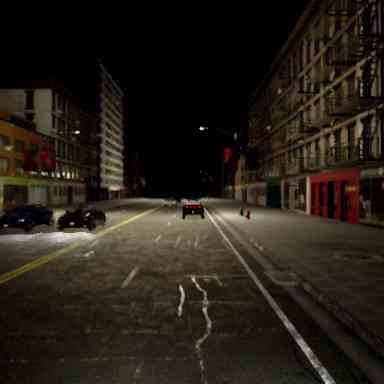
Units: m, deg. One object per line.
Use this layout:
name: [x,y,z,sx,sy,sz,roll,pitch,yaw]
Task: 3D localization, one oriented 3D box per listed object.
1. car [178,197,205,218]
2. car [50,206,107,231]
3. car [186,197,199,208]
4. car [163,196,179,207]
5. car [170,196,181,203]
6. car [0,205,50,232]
car: [0.106,1.450,29.787,2.128,1.511,4.902,0,0,0]
car: [-6.593,1.536,20.253,1.994,1.385,4.181,0,0,0]
car: [0.113,1.461,49.054,1.812,1.442,4.674,0,0,0]
car: [-3.138,1.535,49.403,1.895,1.301,4.718,0,0,0]
car: [-3.234,1.476,66.606,1.994,1.385,4.181,0,0,0]
car: [-9.845,1.498,19.923,1.812,1.442,4.674,0,0,0]
